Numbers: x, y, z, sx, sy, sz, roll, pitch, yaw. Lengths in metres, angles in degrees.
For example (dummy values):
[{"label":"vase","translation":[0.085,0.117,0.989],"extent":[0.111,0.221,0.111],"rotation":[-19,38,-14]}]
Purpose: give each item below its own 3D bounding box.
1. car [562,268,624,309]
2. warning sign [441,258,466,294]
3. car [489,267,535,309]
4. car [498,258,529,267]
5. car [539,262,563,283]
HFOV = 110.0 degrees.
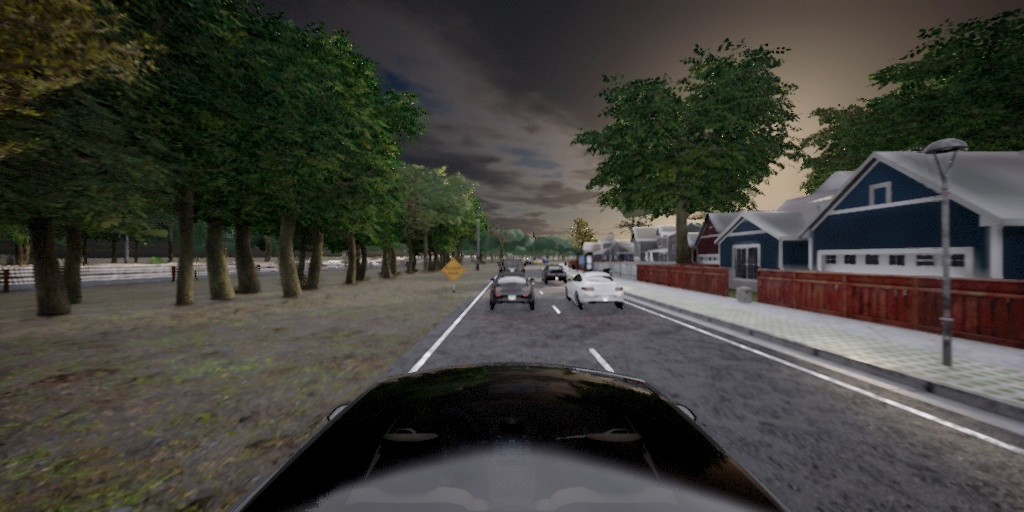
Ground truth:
[{"label":"car","translation":[3.519,1.404,15.741],"extent":[1.812,1.442,4.674],"rotation":[0,0,0]},{"label":"warning sign","translation":[-3.050,1.020,18.727],"extent":[1.300,1.860,1.060],"rotation":[0,0,0]},{"label":"car","translation":[0.018,1.404,15.753],"extent":[1.812,1.442,4.674],"rotation":[0,0,0]},{"label":"car","translation":[0.007,1.207,29.417],"extent":[2.150,2.045,5.566],"rotation":[0,0,0]},{"label":"car","translation":[3.516,1.496,30.352],"extent":[1.837,1.490,4.892],"rotation":[0,0,0]}]
